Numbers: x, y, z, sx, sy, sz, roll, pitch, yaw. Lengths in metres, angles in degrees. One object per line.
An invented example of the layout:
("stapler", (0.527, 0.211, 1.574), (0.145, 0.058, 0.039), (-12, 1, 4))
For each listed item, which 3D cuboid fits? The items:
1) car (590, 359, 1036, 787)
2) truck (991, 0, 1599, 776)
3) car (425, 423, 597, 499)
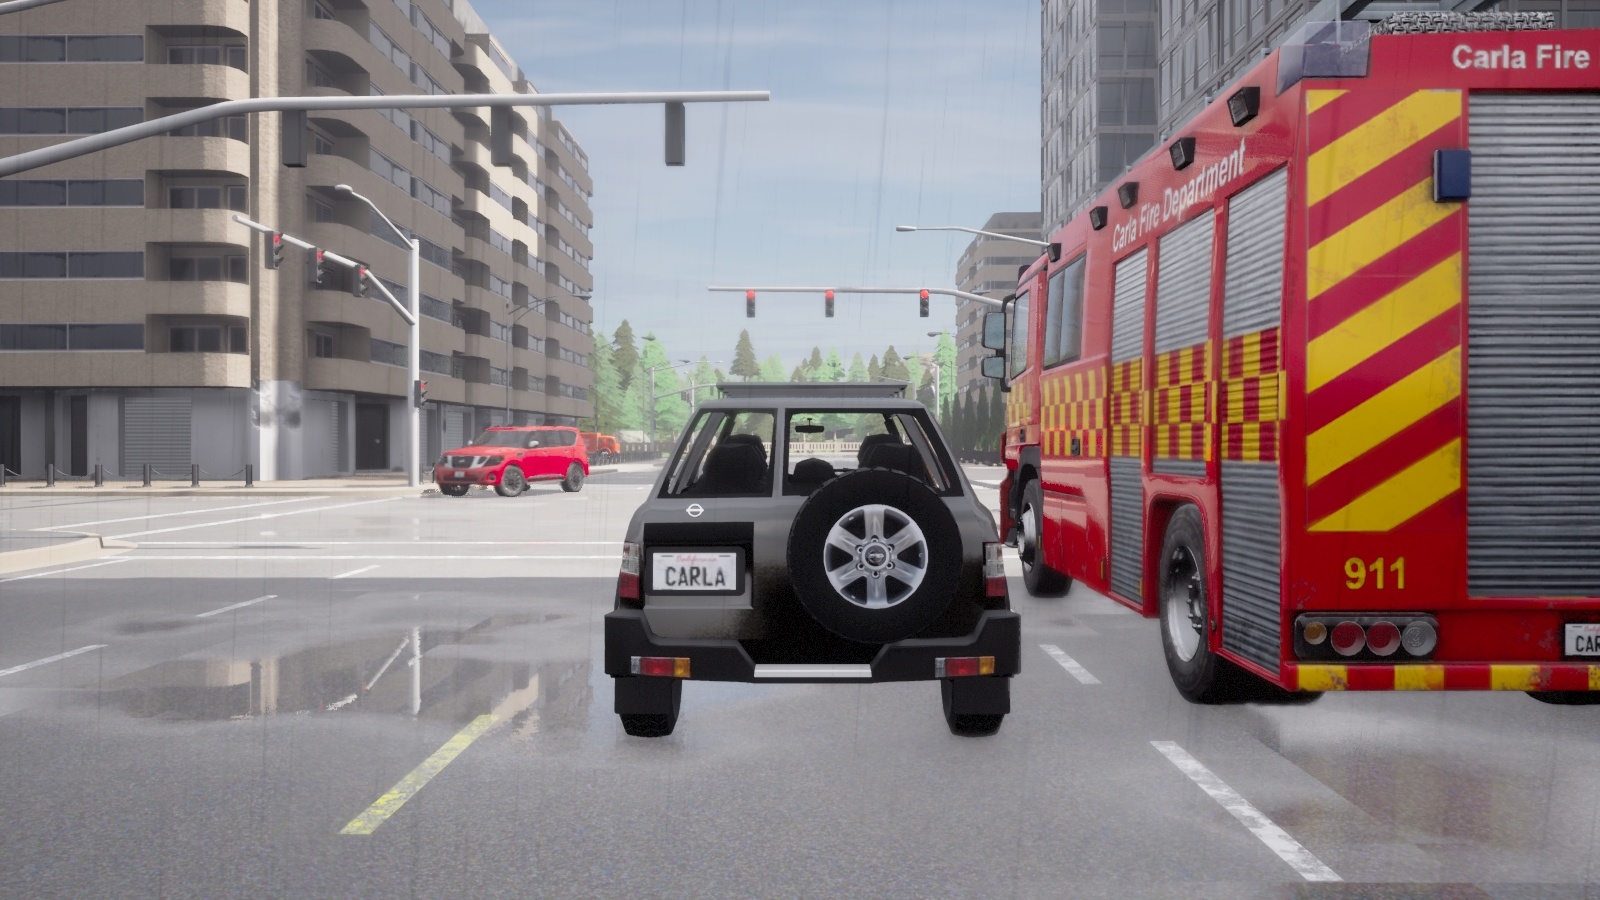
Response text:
("car", (0.061, 0.520, 7.741), (1.932, 1.855, 4.605), (0, 0, 0))
("truck", (3.573, -0.471, 9.880), (2.891, 3.827, 8.468), (0, 0, 0))
("car", (-8.382, 0.272, 37.065), (2.150, 2.045, 5.566), (1, 1, 22))
